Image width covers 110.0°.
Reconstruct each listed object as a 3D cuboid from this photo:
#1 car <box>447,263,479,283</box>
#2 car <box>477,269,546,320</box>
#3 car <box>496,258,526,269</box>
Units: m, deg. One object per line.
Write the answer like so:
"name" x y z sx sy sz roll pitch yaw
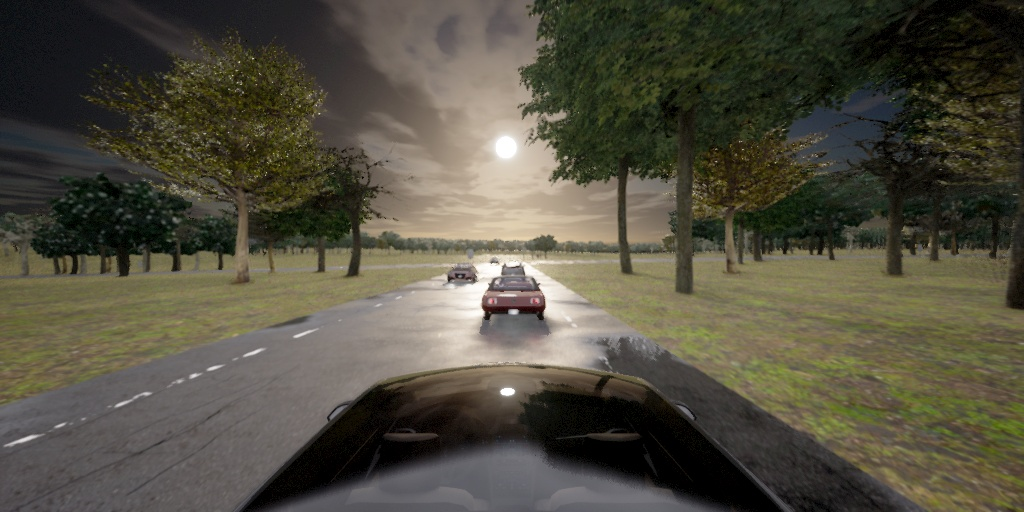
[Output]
"car" -3.551 1.201 26.584 1.994 1.385 4.181 0 0 0
"car" 0.066 1.297 12.413 1.895 1.301 4.718 0 0 0
"car" 0.077 1.122 28.825 2.128 1.511 4.902 0 0 0
